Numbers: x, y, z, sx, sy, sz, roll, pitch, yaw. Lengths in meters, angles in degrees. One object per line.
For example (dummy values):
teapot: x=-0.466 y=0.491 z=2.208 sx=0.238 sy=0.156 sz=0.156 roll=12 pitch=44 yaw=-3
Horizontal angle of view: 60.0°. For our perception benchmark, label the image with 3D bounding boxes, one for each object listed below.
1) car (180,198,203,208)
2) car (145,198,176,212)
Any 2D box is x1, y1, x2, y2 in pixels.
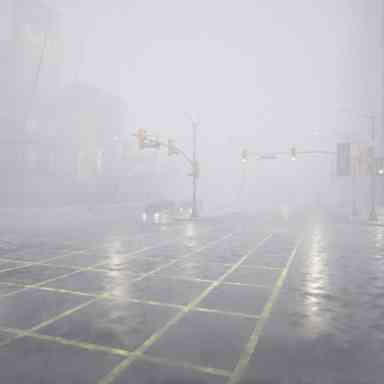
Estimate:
car: x=-0.030 y=1.600 z=48.523 sx=1.895 sy=1.301 sz=4.718 roll=0 pitch=0 yaw=21
car: x=-3.638 y=1.477 z=38.966 sx=1.882 sy=1.535 sz=5.008 roll=0 pitch=0 yaw=23
